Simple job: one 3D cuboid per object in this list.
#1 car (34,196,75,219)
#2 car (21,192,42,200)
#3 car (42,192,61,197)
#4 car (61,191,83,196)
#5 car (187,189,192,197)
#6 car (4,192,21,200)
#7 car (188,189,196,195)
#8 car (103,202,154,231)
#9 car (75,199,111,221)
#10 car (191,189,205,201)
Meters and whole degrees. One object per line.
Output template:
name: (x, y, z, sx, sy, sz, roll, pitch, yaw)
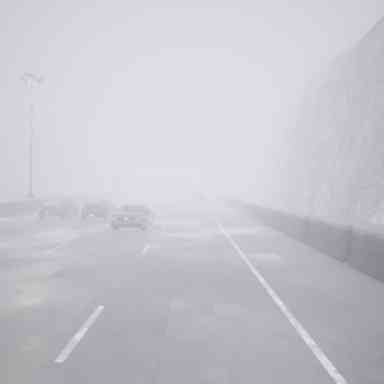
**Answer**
car: (-10.405, 1.314, 26.208, 1.812, 1.442, 4.674, 0, 1, 0)
car: (-28.015, 0.692, 59.931, 2.033, 1.411, 5.357, 0, 1, 0)
car: (-24.518, 0.746, 59.980, 1.895, 1.301, 4.718, 0, 1, 0)
car: (-21.032, 0.653, 59.513, 2.128, 1.511, 4.902, 0, 1, 0)
car: (-0.013, 0.354, 72.619, 1.994, 1.385, 4.181, 0, 2, 0)
car: (-31.517, 0.728, 59.035, 1.994, 1.385, 4.181, 0, 1, 0)
car: (-0.015, -0.135, 87.405, 2.033, 1.411, 5.357, 0, 2, 0)
car: (-3.404, 1.412, 19.699, 2.033, 1.411, 5.357, 0, 1, 0)
car: (-6.904, 1.306, 25.181, 1.837, 1.490, 4.892, 0, 1, 0)
car: (1.215, 0.727, 55.762, 1.882, 1.535, 5.008, 0, 1, 0)
